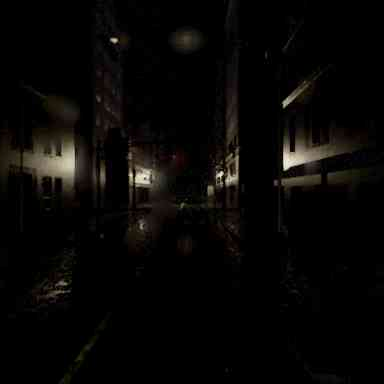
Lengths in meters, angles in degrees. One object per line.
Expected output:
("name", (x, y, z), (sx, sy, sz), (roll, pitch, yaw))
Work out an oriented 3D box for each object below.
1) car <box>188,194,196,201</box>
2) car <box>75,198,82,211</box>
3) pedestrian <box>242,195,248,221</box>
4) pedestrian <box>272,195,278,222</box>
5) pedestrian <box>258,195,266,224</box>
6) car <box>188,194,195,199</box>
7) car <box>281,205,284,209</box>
("car", (-0.029, 1.350, 79.548), (1.812, 1.442, 4.674), (0, 0, 0))
("car", (-14.616, 1.361, 37.235), (4.097, 1.590, 1.967), (0, 0, 1))
("pedestrian", (3.626, 1.106, 23.114), (0.375, 1.860, 0.375), (0, 0, 0))
("pedestrian", (5.626, 1.113, 22.515), (0.375, 1.860, 0.375), (0, 0, 0))
("pedestrian", (4.627, 1.109, 21.914), (0.375, 1.860, 0.375), (0, 0, 0))
("car", (-0.034, 1.184, 89.550), (1.837, 1.490, 4.892), (0, 0, 0))
("car", (12.408, 1.455, 36.963), (4.829, 1.417, 1.752), (0, 0, 1))
